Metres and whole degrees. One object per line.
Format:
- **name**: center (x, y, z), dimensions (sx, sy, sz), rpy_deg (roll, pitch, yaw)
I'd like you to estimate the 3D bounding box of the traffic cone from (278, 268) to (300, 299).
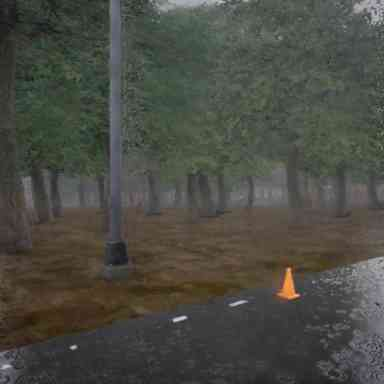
- **traffic cone**: center (2.087, 1.943, 7.182), dimensions (0.340, 0.580, 0.340), rpy_deg (0, 0, -36)
